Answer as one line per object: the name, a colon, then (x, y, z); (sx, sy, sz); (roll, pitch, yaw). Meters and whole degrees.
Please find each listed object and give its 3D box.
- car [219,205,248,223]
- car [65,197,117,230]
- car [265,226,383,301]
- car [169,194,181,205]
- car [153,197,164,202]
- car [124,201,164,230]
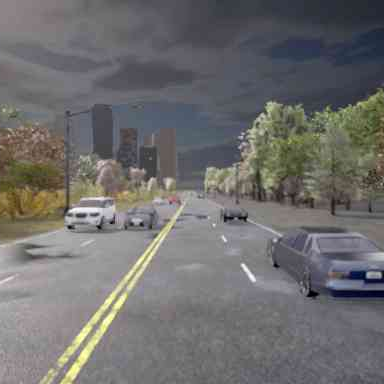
car: (3.348, 1.770, 27.590); (1.895, 1.301, 4.718); (0, 0, 0)
car: (-6.601, 1.371, 22.467); (2.150, 2.045, 5.566); (0, 0, 0)
car: (3.353, 1.609, 8.646); (2.033, 1.411, 5.357); (0, -1, 0)
car: (-3.266, 1.449, 64.339); (2.150, 2.045, 5.566); (0, 0, 0)
car: (-6.517, 1.752, 64.380); (1.812, 1.442, 4.674); (0, 0, 0)
car: (-3.350, 1.642, 22.566); (2.128, 1.511, 4.902); (0, 0, 0)
